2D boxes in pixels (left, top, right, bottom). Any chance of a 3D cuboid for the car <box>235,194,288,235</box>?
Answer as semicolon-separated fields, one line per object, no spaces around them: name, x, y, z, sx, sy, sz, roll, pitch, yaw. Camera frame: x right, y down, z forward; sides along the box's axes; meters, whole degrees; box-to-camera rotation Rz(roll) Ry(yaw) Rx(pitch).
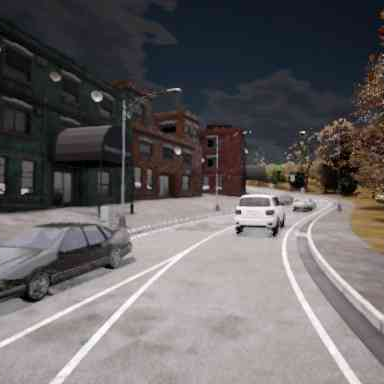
car;3.964;1.155;18.903;2.150;2.045;5.566;0;0;21

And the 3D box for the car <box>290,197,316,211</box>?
car;12.348;1.320;36.306;1.895;1.301;4.718;0;1;27

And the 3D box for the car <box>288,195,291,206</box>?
car;12.441;1.121;44.839;1.837;1.490;4.892;0;1;25

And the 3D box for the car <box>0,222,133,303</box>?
car;-3.444;1.525;8.588;2.033;1.411;5.357;0;0;18
